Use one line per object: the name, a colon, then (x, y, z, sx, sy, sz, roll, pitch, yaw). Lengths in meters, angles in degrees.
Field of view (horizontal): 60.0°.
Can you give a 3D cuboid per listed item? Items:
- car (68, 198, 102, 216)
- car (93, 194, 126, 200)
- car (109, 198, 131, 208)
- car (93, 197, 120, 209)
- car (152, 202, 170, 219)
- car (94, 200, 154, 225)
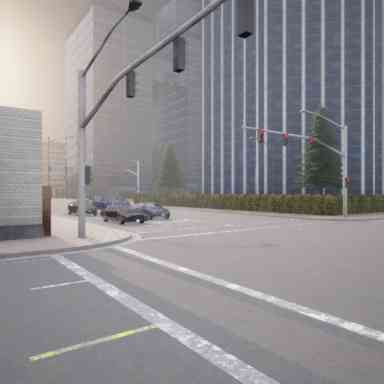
car: (-10.970, 1.560, 33.146, 1.837, 1.490, 4.892, 0, 0, -36)
car: (-9.368, 1.277, 36.922, 2.150, 2.045, 5.566, 0, 0, -36)
car: (-11.270, 1.619, 51.878, 1.994, 1.385, 4.181, 0, 0, -36)
car: (-12.198, 1.547, 47.172, 2.128, 1.511, 4.902, 0, 0, -36)
car: (-3.705, 1.581, 29.051, 1.812, 1.442, 4.674, 0, 0, -36)
car: (-5.299, 1.603, 25.237, 2.033, 1.411, 5.357, 0, 0, -36)
